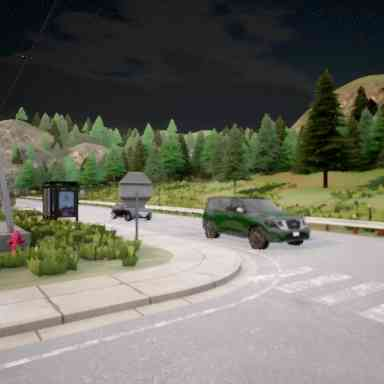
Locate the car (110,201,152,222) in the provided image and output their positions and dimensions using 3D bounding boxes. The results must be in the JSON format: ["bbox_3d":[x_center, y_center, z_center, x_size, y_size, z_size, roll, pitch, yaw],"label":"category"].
[{"bbox_3d":[-4.852,1.486,26.182,2.128,1.511,4.902,0,0,-34],"label":"car"}]

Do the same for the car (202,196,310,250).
[{"bbox_3d":[2.522,1.217,14.761,2.150,2.045,5.566,0,0,-29],"label":"car"}]
